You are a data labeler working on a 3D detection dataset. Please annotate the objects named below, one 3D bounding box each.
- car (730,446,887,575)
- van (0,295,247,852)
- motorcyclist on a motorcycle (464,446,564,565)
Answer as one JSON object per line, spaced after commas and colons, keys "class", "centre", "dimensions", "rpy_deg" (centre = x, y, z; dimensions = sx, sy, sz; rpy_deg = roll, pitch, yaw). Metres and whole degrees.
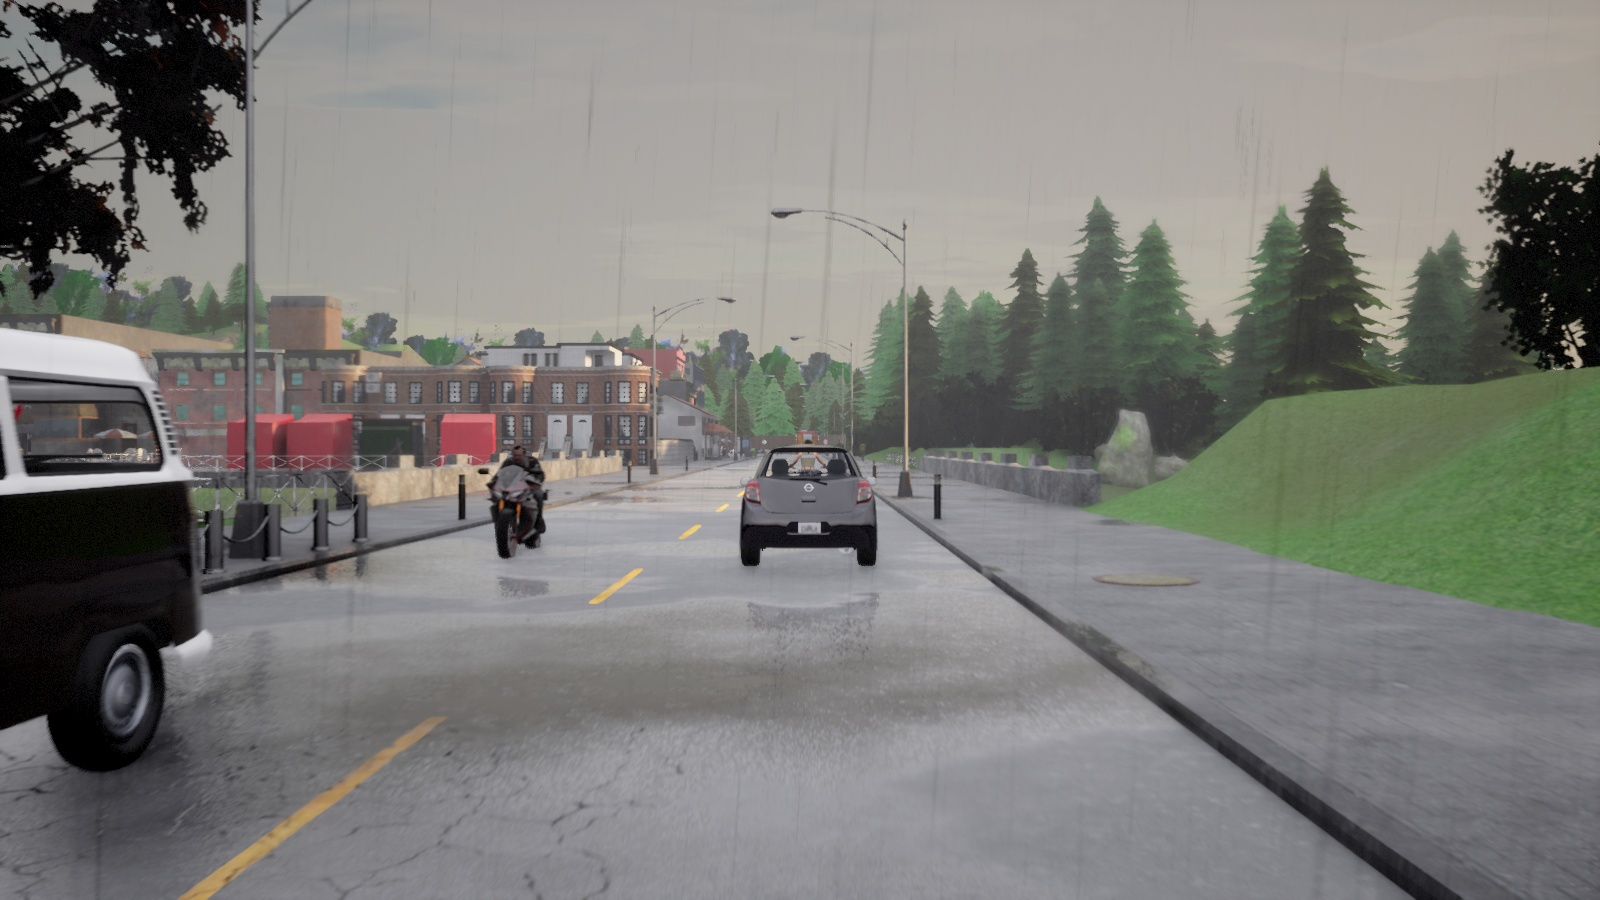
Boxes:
{"class": "car", "centre": [0.110, 0.700, 16.566], "dimensions": [1.845, 1.501, 3.633], "rpy_deg": [0, 0, 0]}
{"class": "van", "centre": [-3.959, 0.451, 4.381], "dimensions": [2.069, 2.038, 4.480], "rpy_deg": [0, 0, 0]}
{"class": "motorcyclist on a motorcycle", "centre": [-3.886, 0.714, 17.243], "dimensions": [0.866, 1.530, 2.191], "rpy_deg": [0, 0, 0]}
